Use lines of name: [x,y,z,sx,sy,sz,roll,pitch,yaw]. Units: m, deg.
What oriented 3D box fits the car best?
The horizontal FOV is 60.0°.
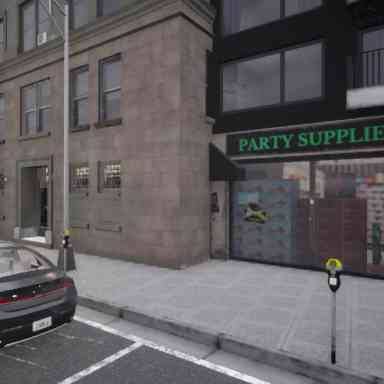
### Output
car: [-3.809,1.551,5.761,4.403,1.369,2.008,0,0,35]
